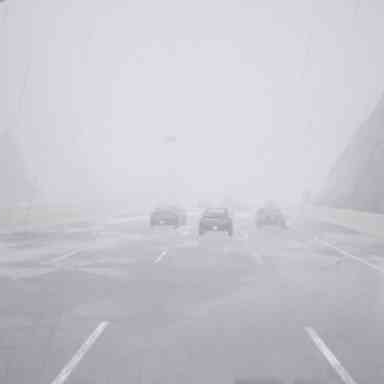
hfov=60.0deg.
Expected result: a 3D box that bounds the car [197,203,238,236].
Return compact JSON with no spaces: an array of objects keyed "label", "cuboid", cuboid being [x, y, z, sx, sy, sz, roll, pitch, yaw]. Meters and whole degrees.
[{"label":"car","cuboid":[1.508,1.666,19.761,2.128,1.511,4.902,0,0,7]}]

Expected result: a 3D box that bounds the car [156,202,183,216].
[{"label":"car","cuboid":[-2.465,1.852,37.984,1.812,1.442,4.674,0,-1,12]}]

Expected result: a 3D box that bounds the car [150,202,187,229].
[{"label":"car","cuboid":[-1.553,1.691,23.142,2.128,1.511,4.902,0,-1,8]}]

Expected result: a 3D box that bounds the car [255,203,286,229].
[{"label":"car","cuboid":[5.506,1.761,23.634,2.033,1.411,5.357,0,-1,9]}]

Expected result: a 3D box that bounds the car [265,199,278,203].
[{"label":"car","cuboid":[13.161,2.003,55.347,1.837,1.490,4.892,0,-1,18]}]

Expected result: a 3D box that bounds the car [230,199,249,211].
[{"label":"car","cuboid":[7.269,2.038,49.111,1.895,1.301,4.718,0,-1,17]}]

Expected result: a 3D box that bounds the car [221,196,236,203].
[{"label":"car","cuboid":[6.612,1.732,57.986,2.150,2.045,5.566,0,-1,19]}]

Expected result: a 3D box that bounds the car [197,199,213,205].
[{"label":"car","cuboid":[2.348,1.967,56.037,1.882,1.535,5.008,0,-1,18]}]
